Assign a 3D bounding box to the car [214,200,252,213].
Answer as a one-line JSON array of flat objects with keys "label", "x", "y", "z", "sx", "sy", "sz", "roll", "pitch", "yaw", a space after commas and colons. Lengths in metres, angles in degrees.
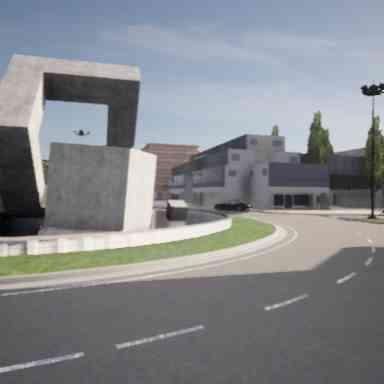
[{"label": "car", "x": 4.918, "y": 1.734, "z": 40.179, "sx": 4.902, "sy": 1.511, "sz": 2.128, "roll": 0, "pitch": 0, "yaw": 39}]
